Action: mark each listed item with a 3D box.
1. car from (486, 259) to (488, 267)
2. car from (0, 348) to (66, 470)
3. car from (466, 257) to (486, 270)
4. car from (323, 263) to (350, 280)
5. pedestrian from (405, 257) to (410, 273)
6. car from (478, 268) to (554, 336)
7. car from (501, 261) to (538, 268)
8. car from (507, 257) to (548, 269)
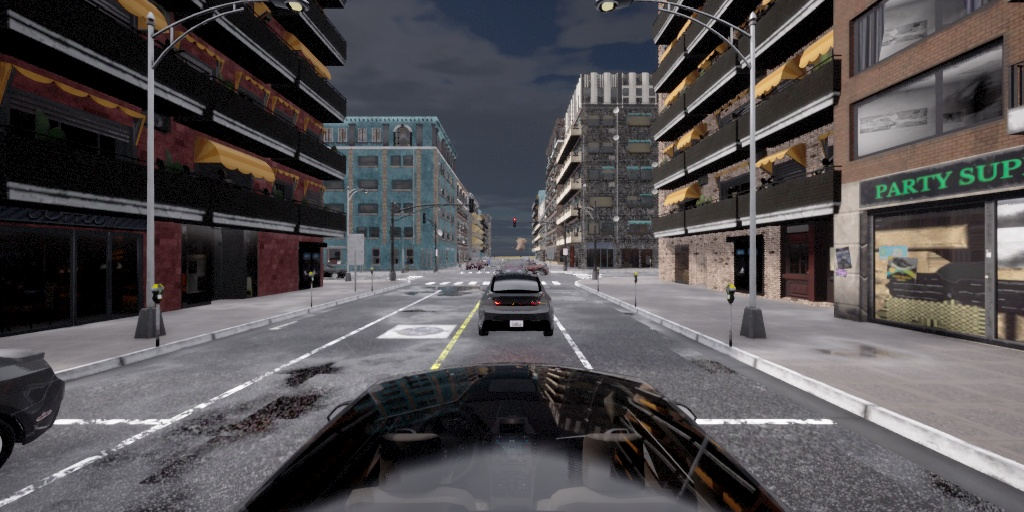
[{"bbox_3d":[-5.331,1.278,56.493,1.888,1.381,4.507,0,0,0],"label":"car"},{"bbox_3d":[-5.315,1.300,1.691,2.007,1.370,4.403,0,0,0],"label":"car"},{"bbox_3d":[-5.329,1.051,50.941,2.192,1.841,5.009,0,0,0],"label":"car"},{"bbox_3d":[-17.653,1.421,33.368,5.008,1.535,1.882,0,0,0],"label":"car"},{"bbox_3d":[-12.162,1.029,41.689,0.375,1.860,0.375,0,1,0],"label":"pedestrian"},{"bbox_3d":[0.094,1.254,10.367,1.837,1.490,4.892,0,0,0],"label":"car"},{"bbox_3d":[0.096,1.239,19.702,2.128,1.511,4.902,0,0,0],"label":"car"},{"bbox_3d":[1.135,1.062,33.229,4.553,1.767,2.097,-1,0,0],"label":"car"}]
